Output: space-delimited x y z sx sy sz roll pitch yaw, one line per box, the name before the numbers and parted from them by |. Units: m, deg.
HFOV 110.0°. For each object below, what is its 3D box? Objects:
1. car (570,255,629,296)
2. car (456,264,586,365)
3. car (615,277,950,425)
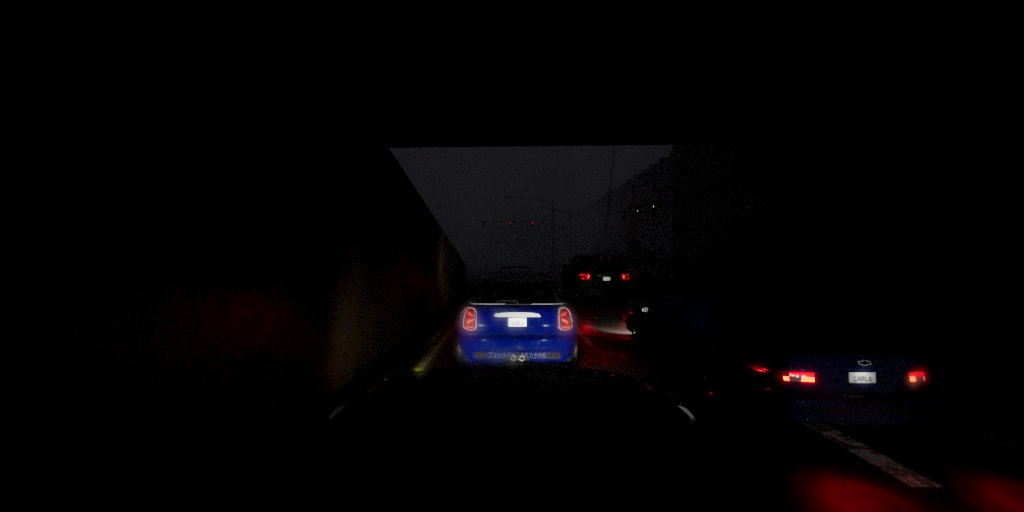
car | 3.644 0.971 16.444 2.150 2.045 5.566 0 0 0
car | 0.107 1.102 7.968 2.097 1.767 4.553 0 0 0
car | 3.610 1.297 6.197 2.033 1.411 5.357 0 0 0
